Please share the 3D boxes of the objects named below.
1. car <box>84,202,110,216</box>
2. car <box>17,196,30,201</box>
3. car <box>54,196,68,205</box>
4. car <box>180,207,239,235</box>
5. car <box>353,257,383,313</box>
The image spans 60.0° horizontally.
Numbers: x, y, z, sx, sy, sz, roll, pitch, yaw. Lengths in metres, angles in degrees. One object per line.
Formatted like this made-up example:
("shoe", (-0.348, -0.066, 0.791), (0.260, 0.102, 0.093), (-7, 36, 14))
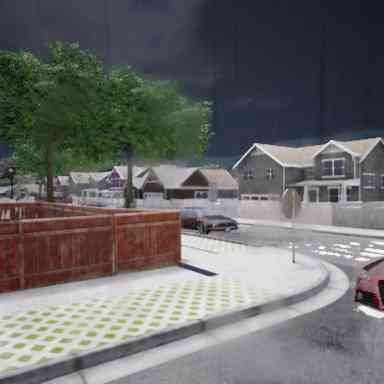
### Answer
("car", (-9.589, 1.743, 33.647), (1.994, 1.385, 4.181), (0, 0, -35))
("car", (-42.766, 2.167, 84.980), (1.895, 1.301, 4.718), (0, 0, -36))
("car", (-18.847, 1.293, 46.768), (2.097, 1.767, 4.553), (0, 0, -36))
("car", (0.357, 1.621, 19.711), (2.033, 1.411, 5.357), (0, 0, -36))
("car", (5.043, 1.562, 6.554), (4.181, 1.385, 1.994), (0, 0, -36))
